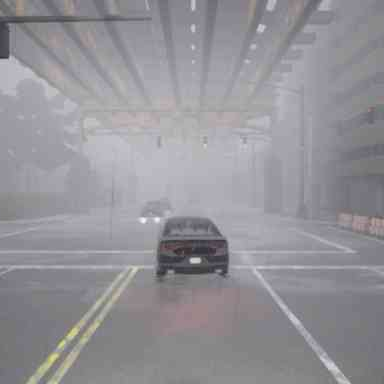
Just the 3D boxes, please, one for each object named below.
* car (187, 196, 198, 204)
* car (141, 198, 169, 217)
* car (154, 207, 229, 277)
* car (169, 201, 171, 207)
[{"bbox_3d":[0.100,1.432,59.850,2.128,1.511,4.902,0,0,0],"label":"car"},{"bbox_3d":[-3.600,1.516,31.587,2.033,1.411,5.357,0,0,0],"label":"car"},{"bbox_3d":[-0.150,1.467,10.344,1.882,1.535,5.008,0,0,-5],"label":"car"},{"bbox_3d":[-3.584,1.484,41.691,1.812,1.442,4.674,0,0,0],"label":"car"}]
